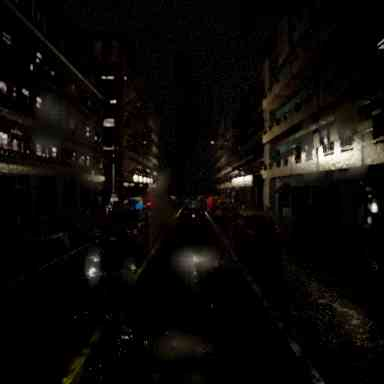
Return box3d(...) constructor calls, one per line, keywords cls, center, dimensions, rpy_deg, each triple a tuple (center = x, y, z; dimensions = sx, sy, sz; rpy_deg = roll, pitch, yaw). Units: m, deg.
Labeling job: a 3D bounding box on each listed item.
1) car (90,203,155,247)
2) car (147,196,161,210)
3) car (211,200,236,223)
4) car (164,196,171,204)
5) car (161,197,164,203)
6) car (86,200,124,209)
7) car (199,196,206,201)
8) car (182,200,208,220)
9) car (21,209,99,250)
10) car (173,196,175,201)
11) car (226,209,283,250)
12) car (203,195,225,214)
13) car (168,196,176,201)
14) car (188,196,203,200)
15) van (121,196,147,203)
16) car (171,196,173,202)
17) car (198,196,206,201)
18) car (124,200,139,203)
box3d(cls="car", center=(-3.077, 1.508, 15.377), dimensions=(1.882, 1.535, 5.008), rpy_deg=(0, 1, 0))
box3d(cls="car", center=(-5.653, 1.397, 42.348), dimensions=(2.192, 1.841, 5.009), rpy_deg=(-1, 0, 0))
box3d(cls="car", center=(2.705, 1.575, 25.675), dimensions=(1.752, 1.417, 4.829), rpy_deg=(-1, 0, 0))
box3d(cls="car", center=(-5.638, 1.709, 64.756), dimensions=(1.802, 1.307, 4.206), rpy_deg=(-1, 0, 0))
box3d(cls="car", center=(-5.661, 1.644, 47.950), dimensions=(2.008, 1.369, 4.403), rpy_deg=(-1, 0, 0))
box3d(cls="car", center=(-5.649, 1.479, 19.940), dimensions=(1.967, 1.590, 4.097), rpy_deg=(-1, 0, 0))
box3d(cls="car", center=(2.763, 1.699, 87.297), dimensions=(1.752, 1.417, 4.829), rpy_deg=(-1, 0, 0))
box3d(cls="car", center=(0.129, 1.657, 29.143), dimensions=(1.895, 1.301, 4.718), rpy_deg=(0, 0, 0))
box3d(cls="car", center=(-5.652, 1.610, 14.338), dimensions=(1.802, 1.307, 4.206), rpy_deg=(-1, 0, 0))
box3d(cls="car", center=(-5.622, 1.713, 81.562), dimensions=(2.008, 1.369, 4.403), rpy_deg=(-1, 0, 0))
box3d(cls="car", center=(2.695, 1.610, 14.301), dimensions=(1.802, 1.307, 4.206), rpy_deg=(-1, 0, 0))
box3d(cls="car", center=(2.712, 1.386, 36.710), dimensions=(2.192, 1.841, 5.009), rpy_deg=(-1, 0, 0))
box3d(cls="car", center=(-5.611, 1.736, 92.766), dimensions=(2.008, 1.369, 4.403), rpy_deg=(-1, 0, 0))
box3d(cls="car", center=(0.143, 1.591, 44.702), dimensions=(1.837, 1.490, 4.892), rpy_deg=(0, 0, 0))
box3d(cls="van", center=(-5.640, 1.402, 31.144), dimensions=(1.690, 1.788, 3.998), rpy_deg=(-1, 0, 0))
box3d(cls="car", center=(-5.633, 1.721, 70.358), dimensions=(1.802, 1.307, 4.206), rpy_deg=(-1, 0, 0))
box3d(cls="car", center=(2.769, 1.751, 92.729), dimensions=(1.947, 1.339, 4.313), rpy_deg=(-1, 0, 0))
box3d(cls="car", center=(-5.642, 1.600, 25.541), dimensions=(2.008, 1.369, 4.403), rpy_deg=(-1, 0, 0))
